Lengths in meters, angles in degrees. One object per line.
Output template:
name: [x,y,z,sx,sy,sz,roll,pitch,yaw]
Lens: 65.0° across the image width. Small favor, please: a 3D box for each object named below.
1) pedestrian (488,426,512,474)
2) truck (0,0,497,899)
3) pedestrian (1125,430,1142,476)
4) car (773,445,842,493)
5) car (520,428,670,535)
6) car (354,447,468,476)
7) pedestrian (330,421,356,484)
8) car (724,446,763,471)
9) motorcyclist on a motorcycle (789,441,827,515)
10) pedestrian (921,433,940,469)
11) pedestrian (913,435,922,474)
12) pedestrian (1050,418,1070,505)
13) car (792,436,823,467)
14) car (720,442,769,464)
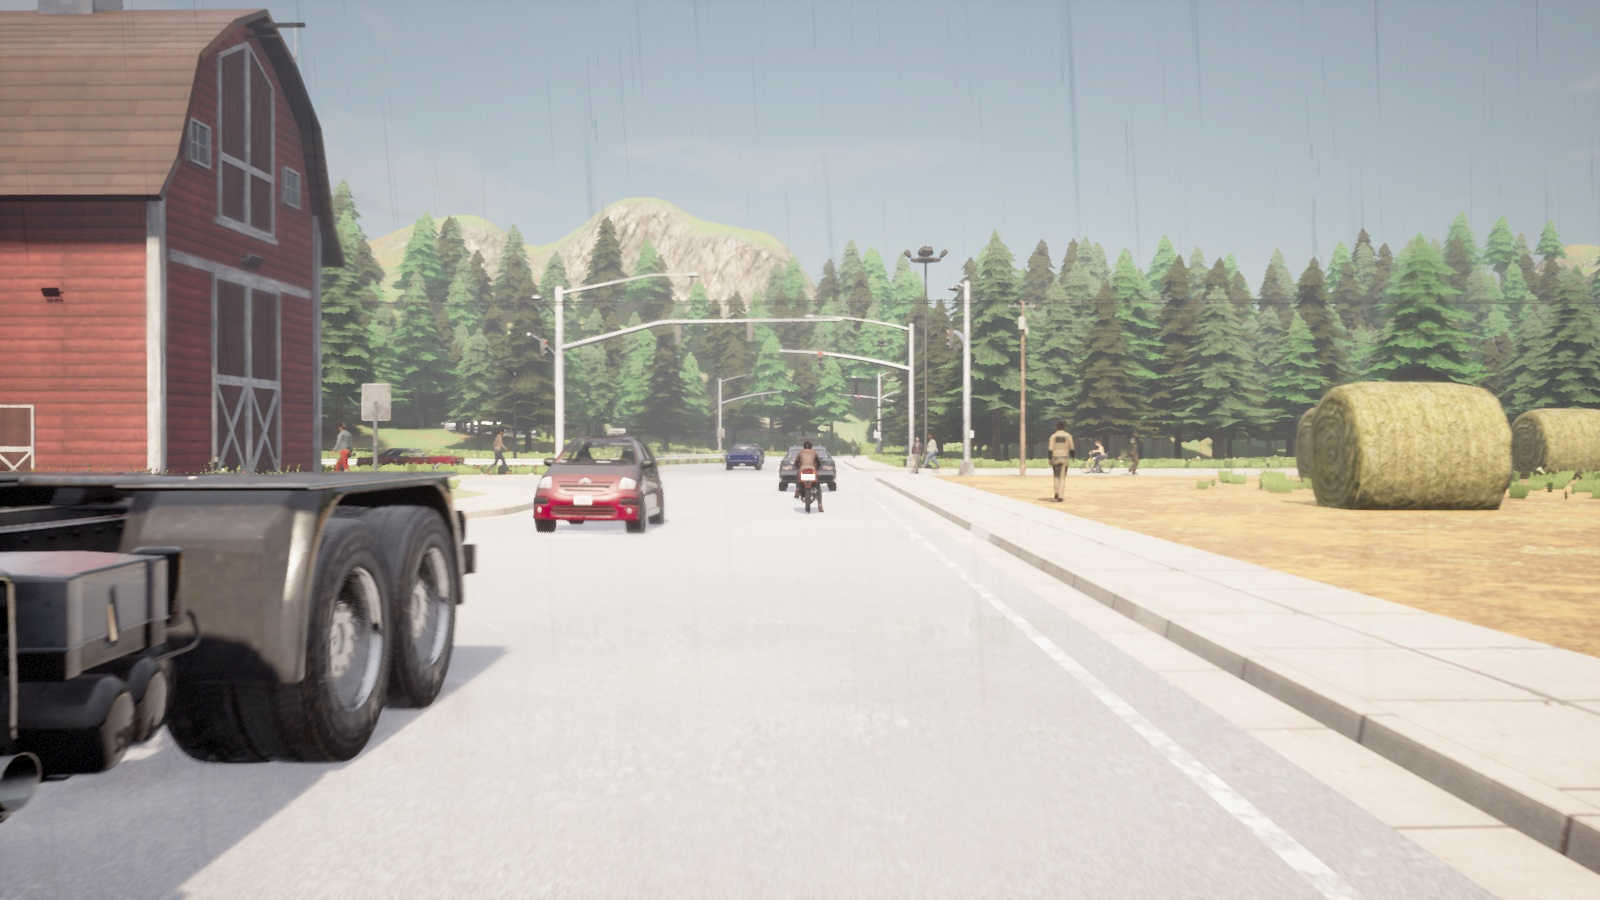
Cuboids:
pedestrian: [-11.365,0.009,47.561,0.869,1.805,0.328,0,0,-17]
truck: [-3.460,-0.263,4.280,2.891,3.462,7.936,0,0,0]
pedestrian: [13.937,0.130,52.450,0.692,1.930,0.395,0,0,15]
car: [0.246,0.564,40.194,2.033,1.411,5.357,0,0,0]
car: [-3.359,0.497,21.310,1.851,1.617,3.988,1,0,0]
car: [-18.003,0.531,58.286,4.718,1.301,1.895,0,0,1]
pedestrian: [-13.316,0.071,36.566,0.614,1.847,0.353,0,0,16]
car: [-3.091,0.455,69.204,1.895,1.301,4.718,0,0,0]
motorcyclist on a motorcycle: [0.168,0.577,26.900,0.797,1.523,2.044,0,0,0]
pedestrian: [6.755,0.069,64.821,0.900,1.855,0.874,0,0,1]
pedestrian: [5.678,0.227,60.695,0.376,1.854,0.720,0,0,2]
pedestrian: [5.825,0.249,28.092,0.396,1.930,0.692,0,0,14]
car: [0.461,0.101,78.387,1.905,1.878,3.866,0,0,0]
car: [-3.958,0.192,90.052,2.128,1.511,4.902,0,0,15]
